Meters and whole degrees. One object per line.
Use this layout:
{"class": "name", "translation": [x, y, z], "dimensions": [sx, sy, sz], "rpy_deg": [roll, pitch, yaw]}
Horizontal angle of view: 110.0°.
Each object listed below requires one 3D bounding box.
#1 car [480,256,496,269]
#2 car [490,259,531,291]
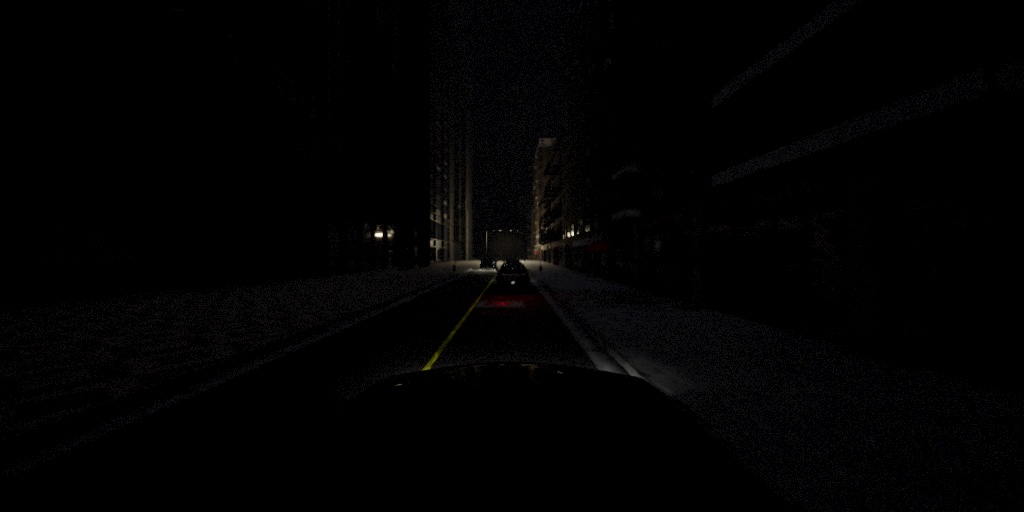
{"class": "car", "translation": [-3.096, 0.826, 47.707], "dimensions": [2.097, 1.767, 4.553], "rpy_deg": [0, 0, 0]}
{"class": "car", "translation": [0.061, 1.148, 20.879], "dimensions": [2.128, 1.511, 4.902], "rpy_deg": [0, 0, 0]}
